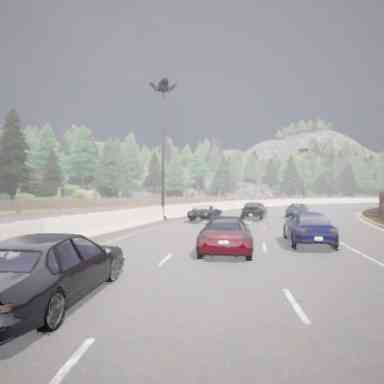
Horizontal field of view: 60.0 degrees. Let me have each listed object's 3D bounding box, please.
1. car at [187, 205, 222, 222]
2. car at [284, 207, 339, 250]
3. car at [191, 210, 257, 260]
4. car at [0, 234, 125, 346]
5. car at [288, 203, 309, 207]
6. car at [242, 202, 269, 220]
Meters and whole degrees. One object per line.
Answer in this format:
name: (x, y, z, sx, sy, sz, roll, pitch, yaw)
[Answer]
car: (1.165, 1.733, 27.522, 1.895, 1.301, 4.718, 0, 0, 17)
car: (5.183, 1.605, 14.799, 1.812, 1.442, 4.674, 0, 0, 10)
car: (1.330, 1.628, 12.897, 1.994, 1.385, 4.181, 0, 0, 8)
car: (-2.984, 1.575, 6.834, 2.033, 1.411, 5.357, 0, 0, 5)
car: (9.973, 1.729, 31.264, 1.994, 1.385, 4.181, 0, 0, 21)
car: (5.642, 1.655, 29.726, 1.837, 1.490, 4.892, 0, 0, 19)
